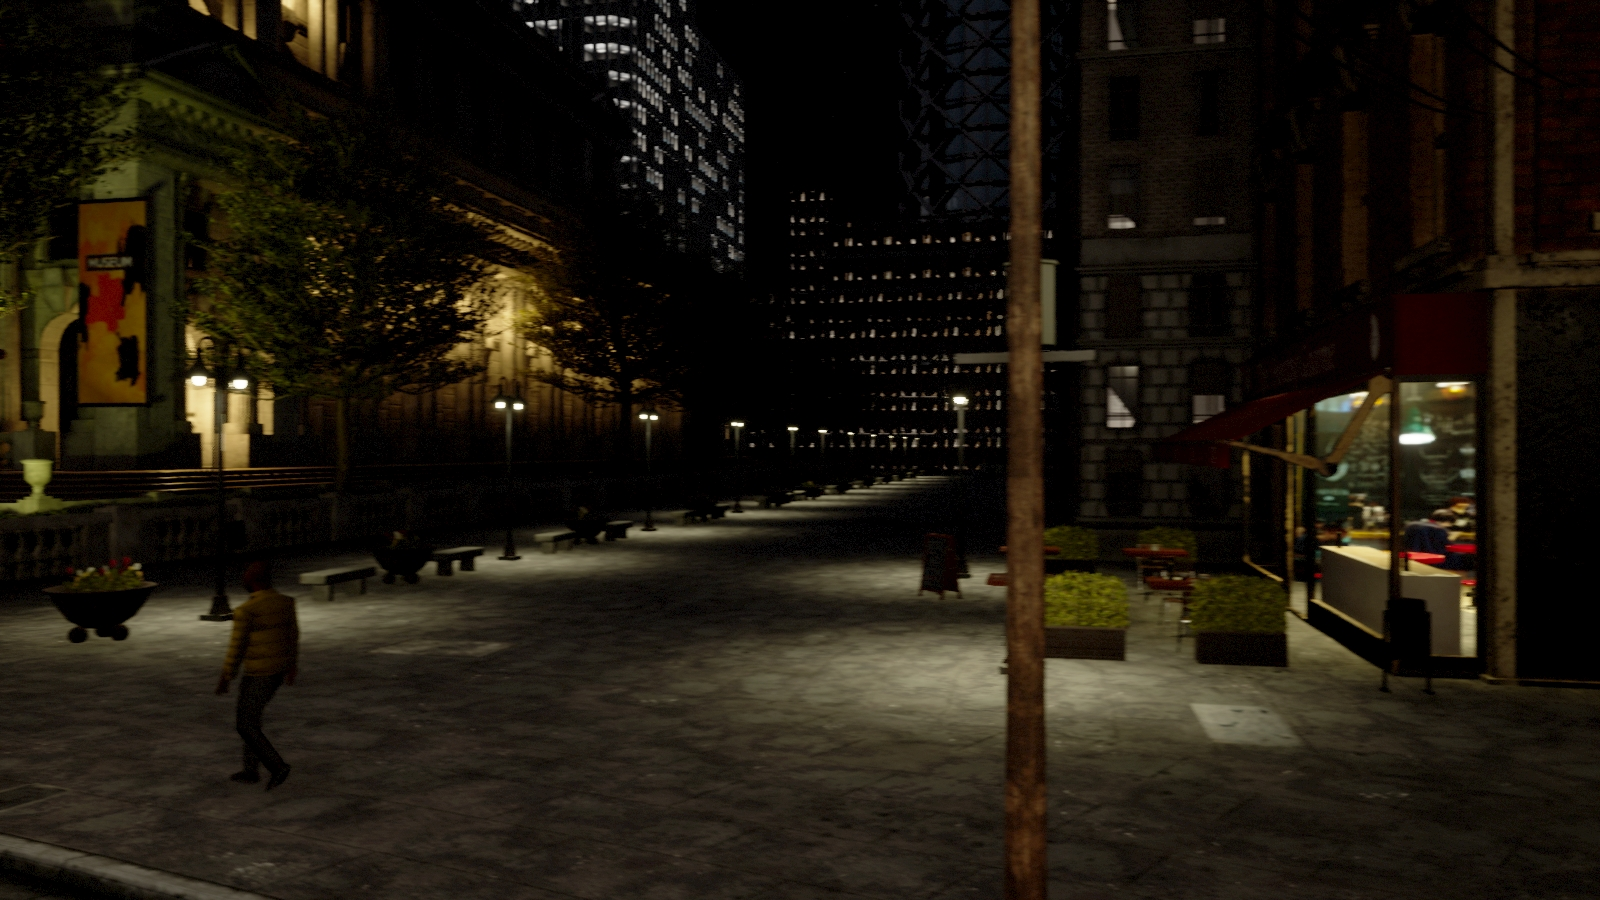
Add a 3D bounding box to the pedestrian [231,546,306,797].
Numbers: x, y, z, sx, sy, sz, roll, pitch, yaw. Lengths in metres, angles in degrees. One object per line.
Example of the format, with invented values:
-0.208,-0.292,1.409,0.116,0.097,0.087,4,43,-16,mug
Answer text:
-4.121,1.693,8.870,0.375,1.860,0.375,0,0,22,pedestrian
